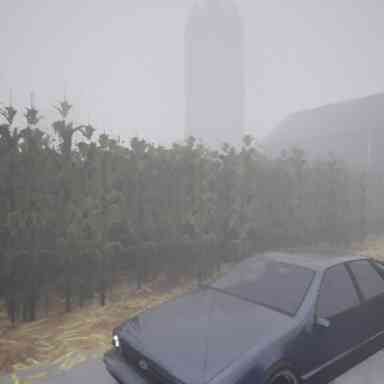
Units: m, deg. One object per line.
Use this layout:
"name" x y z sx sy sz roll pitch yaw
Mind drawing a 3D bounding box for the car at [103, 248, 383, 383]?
"car" 1.571 1.585 4.776 5.357 1.411 2.033 0 -1 -38
